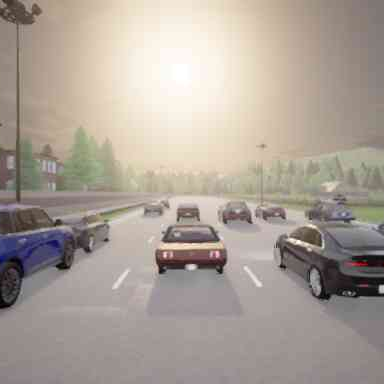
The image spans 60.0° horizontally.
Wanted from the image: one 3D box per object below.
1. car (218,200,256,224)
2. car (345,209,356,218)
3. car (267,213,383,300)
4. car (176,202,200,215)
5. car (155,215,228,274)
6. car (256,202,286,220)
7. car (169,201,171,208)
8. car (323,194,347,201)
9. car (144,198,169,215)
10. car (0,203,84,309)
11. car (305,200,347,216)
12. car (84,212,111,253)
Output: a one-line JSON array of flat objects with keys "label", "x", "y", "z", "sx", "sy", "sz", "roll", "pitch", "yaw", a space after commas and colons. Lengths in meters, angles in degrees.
[{"label": "car", "x": 3.216, "y": 1.429, "z": 25.663, "sx": 2.097, "sy": 1.767, "sz": 4.553, "roll": 0, "pitch": 0, "yaw": -1}, {"label": "car", "x": 6.960, "y": 1.478, "z": 10.249, "sx": 1.882, "sy": 1.535, "sz": 5.008, "roll": 0, "pitch": 0, "yaw": -1}, {"label": "car", "x": 3.488, "y": 1.517, "z": 8.426, "sx": 1.837, "sy": 1.490, "sz": 4.892, "roll": 0, "pitch": 0, "yaw": -1}, {"label": "car", "x": -0.330, "y": 1.584, "z": 28.711, "sx": 1.882, "sy": 1.535, "sz": 5.008, "roll": 0, "pitch": 0, "yaw": -1}, {"label": "car", "x": -0.048, "y": 1.641, "z": 10.742, "sx": 1.895, "sy": 1.301, "sz": 4.718, "roll": 0, "pitch": 0, "yaw": -1}, {"label": "car", "x": 6.674, "y": 1.594, "z": 28.544, "sx": 1.812, "sy": 1.442, "sz": 4.674, "roll": 0, "pitch": 0, "yaw": -1}, {"label": "car", "x": -4.247, "y": 1.709, "z": 49.494, "sx": 1.837, "sy": 1.490, "sz": 4.892, "roll": 0, "pitch": 0, "yaw": -1}, {"label": "car", "x": 18.742, "y": 1.276, "z": 44.566, "sx": 3.866, "sy": 1.878, "sz": 1.905, "roll": 0, "pitch": 0, "yaw": -1}, {"label": "car", "x": -4.019, "y": 1.642, "z": 35.842, "sx": 2.128, "sy": 1.511, "sz": 4.902, "roll": 0, "pitch": 0, "yaw": 0}, {"label": "car", "x": -4.659, "y": 1.279, "z": 8.114, "sx": 2.150, "sy": 2.045, "sz": 5.566, "roll": 0, "pitch": 0, "yaw": -1}, {"label": "car", "x": 10.229, "y": 1.585, "z": 25.015, "sx": 2.033, "sy": 1.411, "sz": 5.357, "roll": 0, "pitch": 0, "yaw": -1}, {"label": "car", "x": -4.752, "y": 1.582, "z": 14.082, "sx": 1.837, "sy": 1.490, "sz": 4.892, "roll": 0, "pitch": 0, "yaw": -1}]
